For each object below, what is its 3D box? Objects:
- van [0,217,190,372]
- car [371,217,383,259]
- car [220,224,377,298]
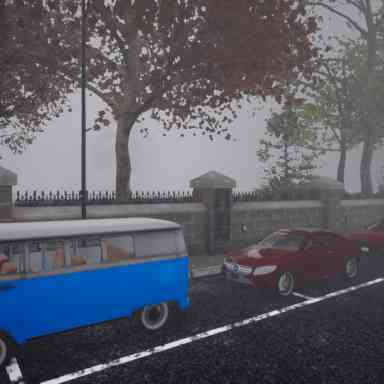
[{"bbox_3d":[-1.950,1.341,5.166,3.998,1.788,1.690,0,0,-35],"label":"van"},{"bbox_3d":[7.232,1.545,11.686,4.507,1.381,1.887,0,0,-35],"label":"car"},{"bbox_3d":[2.641,1.582,8.426,4.206,1.307,1.802,0,0,-35],"label":"car"}]
